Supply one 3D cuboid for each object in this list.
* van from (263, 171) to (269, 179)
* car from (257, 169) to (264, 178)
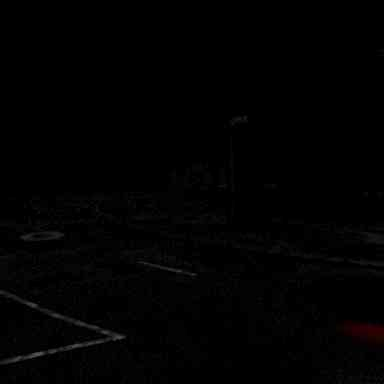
[{"bbox_3d":[22.010,-4.294,88.775,4.442,1.987,1.878,-2,7,-23],"label":"van"},{"bbox_3d":[21.716,-4.659,91.729,5.566,2.045,2.435,-2,7,-23],"label":"car"}]
